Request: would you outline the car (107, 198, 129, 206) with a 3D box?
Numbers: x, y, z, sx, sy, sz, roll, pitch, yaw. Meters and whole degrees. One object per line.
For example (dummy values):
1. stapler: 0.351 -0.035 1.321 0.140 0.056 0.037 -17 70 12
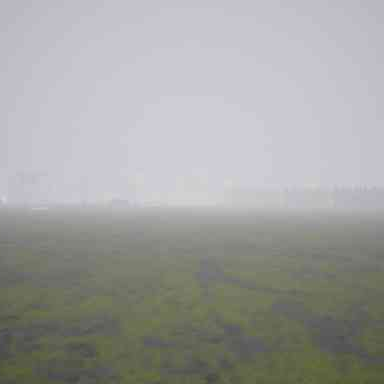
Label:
1. car: -15.161 2.064 68.427 1.882 1.535 5.008 1 0 35
